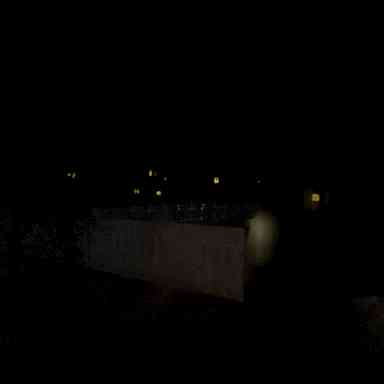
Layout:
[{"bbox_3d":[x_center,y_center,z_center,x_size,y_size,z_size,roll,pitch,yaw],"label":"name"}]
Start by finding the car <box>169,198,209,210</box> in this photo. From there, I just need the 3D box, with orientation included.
[{"bbox_3d":[-0.253,1.468,38.820,5.357,1.411,2.033,1,3,-44],"label":"car"}]

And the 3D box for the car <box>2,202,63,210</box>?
[{"bbox_3d":[-10.798,1.440,22.605,1.882,1.535,5.008,4,2,37],"label":"car"}]

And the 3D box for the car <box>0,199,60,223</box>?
[{"bbox_3d":[-12.857,1.354,24.660,2.033,1.411,5.357,4,2,38],"label":"car"}]
